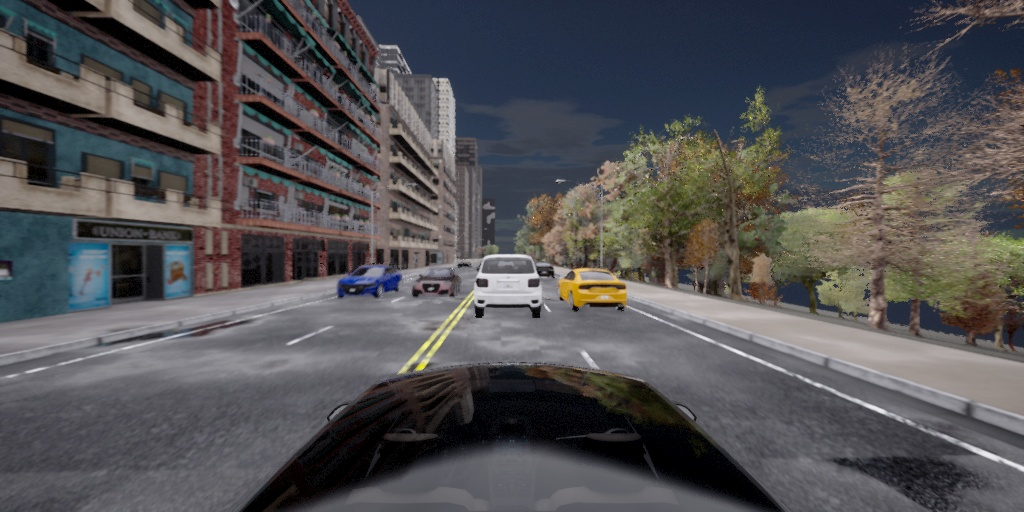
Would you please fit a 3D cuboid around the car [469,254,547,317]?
[{"bbox_3d":[-0.166,0.970,13.275,2.150,2.045,5.566,0,0,-1],"label":"car"}]

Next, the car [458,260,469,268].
[{"bbox_3d":[-7.699,1.345,58.550,1.895,1.301,4.718,0,0,-1],"label":"car"}]

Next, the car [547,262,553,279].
[{"bbox_3d":[2.704,1.235,32.861,1.882,1.535,5.008,0,0,-1],"label":"car"}]

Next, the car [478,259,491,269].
[{"bbox_3d":[-4.475,1.256,59.852,1.837,1.490,4.892,0,0,-1],"label":"car"}]

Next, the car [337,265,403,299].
[{"bbox_3d":[-6.960,1.214,18.039,1.882,1.535,5.008,0,0,-1],"label":"car"}]

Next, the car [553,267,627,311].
[{"bbox_3d":[3.060,1.234,14.512,1.882,1.535,5.008,0,0,-1],"label":"car"}]

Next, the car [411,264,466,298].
[{"bbox_3d":[-3.715,1.307,18.302,1.994,1.385,4.181,0,0,-1],"label":"car"}]
